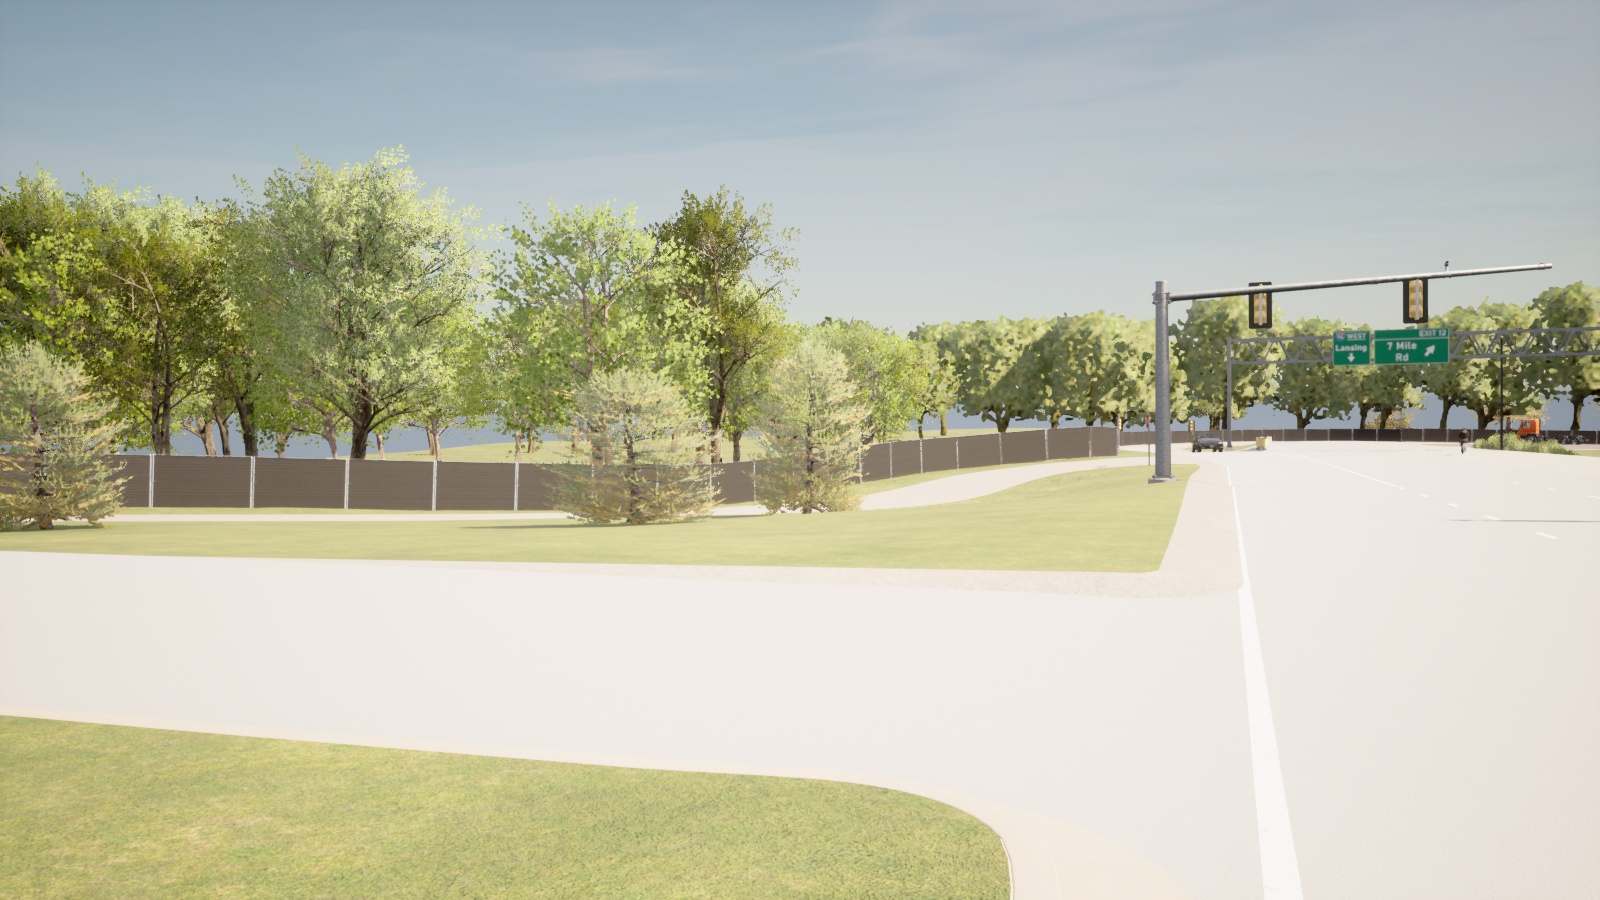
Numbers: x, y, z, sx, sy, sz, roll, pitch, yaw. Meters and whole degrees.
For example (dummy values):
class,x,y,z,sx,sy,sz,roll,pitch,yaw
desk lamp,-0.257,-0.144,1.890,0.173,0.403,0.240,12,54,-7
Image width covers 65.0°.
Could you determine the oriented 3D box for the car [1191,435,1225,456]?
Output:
class,x,y,z,sx,sy,sz,roll,pitch,yaw
car,29.825,-0.321,91.876,1.816,1.474,4.193,0,0,10
